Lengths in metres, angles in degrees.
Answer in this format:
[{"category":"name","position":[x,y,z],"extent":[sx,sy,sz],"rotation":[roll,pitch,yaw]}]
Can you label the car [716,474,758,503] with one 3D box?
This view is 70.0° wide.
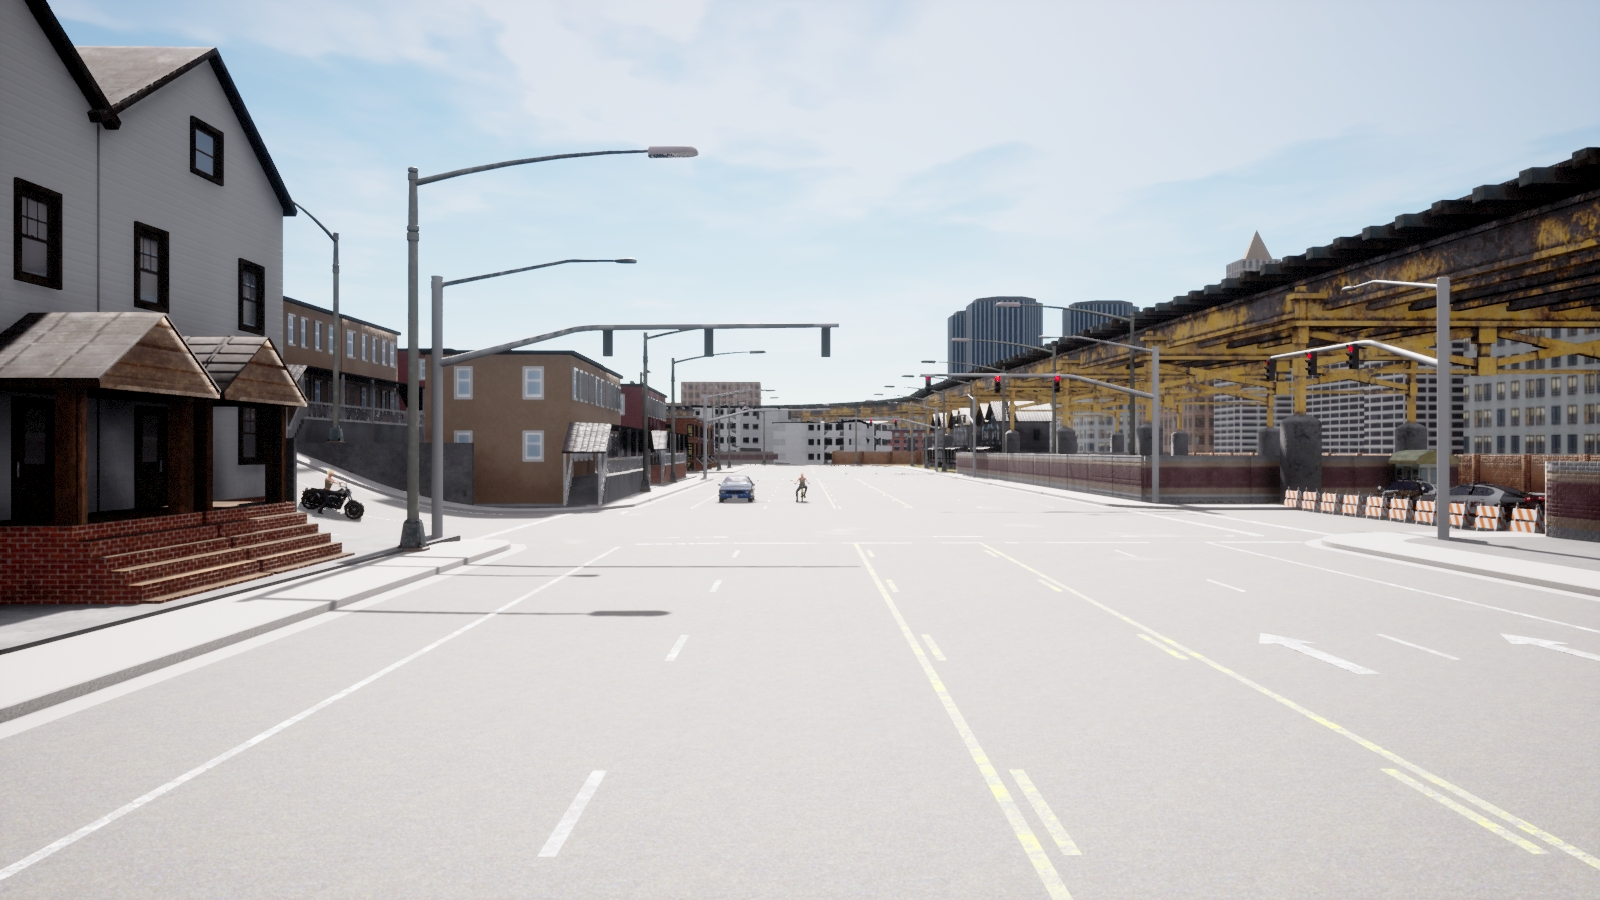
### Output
[{"category":"car","position":[-3.449,2.106,63.014],"extent":[2.033,1.411,5.357],"rotation":[0,0,0]}]
